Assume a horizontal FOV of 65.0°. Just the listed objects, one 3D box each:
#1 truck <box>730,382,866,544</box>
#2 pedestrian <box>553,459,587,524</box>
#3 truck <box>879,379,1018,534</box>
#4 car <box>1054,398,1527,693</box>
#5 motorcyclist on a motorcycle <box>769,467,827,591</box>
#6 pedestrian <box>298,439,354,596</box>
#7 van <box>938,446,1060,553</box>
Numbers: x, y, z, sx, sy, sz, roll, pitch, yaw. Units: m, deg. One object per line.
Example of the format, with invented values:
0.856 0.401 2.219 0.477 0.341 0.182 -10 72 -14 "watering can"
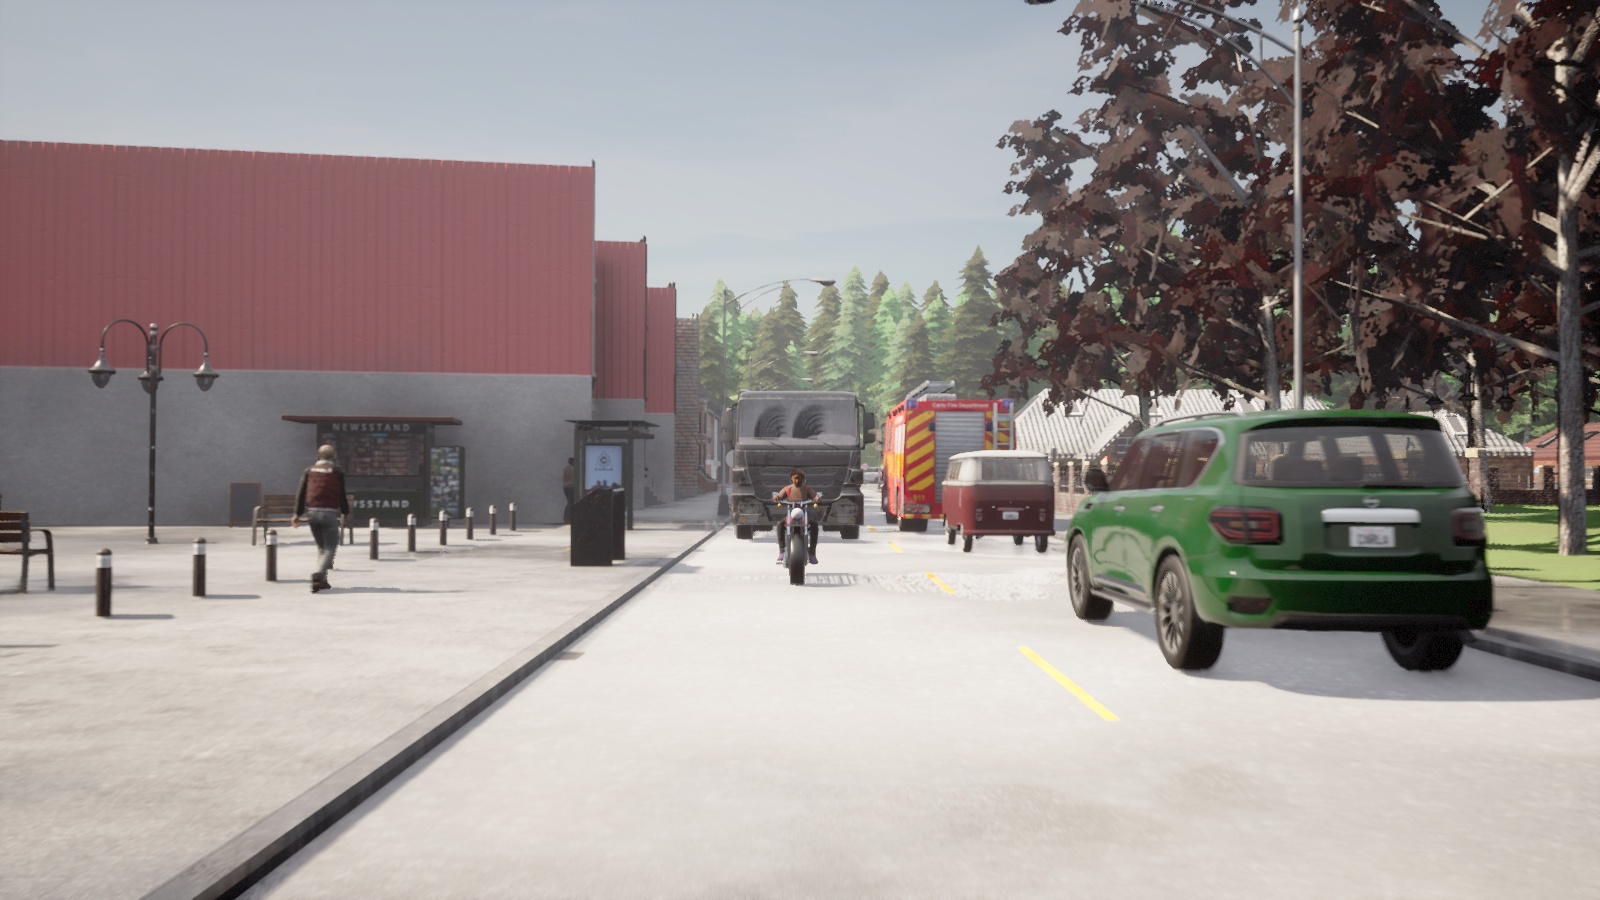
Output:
-0.047 0.349 30.843 2.891 3.462 7.936 0 -1 0 "truck"
-6.429 1.148 35.101 0.869 1.805 0.328 1 -1 -42 "pedestrian"
3.948 0.226 35.363 2.891 3.827 8.468 0 -1 0 "truck"
3.977 0.711 11.537 2.150 2.045 5.566 0 -1 0 "car"
-0.029 1.065 17.920 0.766 1.649 2.350 0 -1 0 "motorcyclist on a motorcycle"
-5.714 0.801 15.153 0.376 1.854 0.720 0 -1 2 "pedestrian"
3.961 0.978 25.716 1.775 1.987 4.442 0 -1 0 "van"
